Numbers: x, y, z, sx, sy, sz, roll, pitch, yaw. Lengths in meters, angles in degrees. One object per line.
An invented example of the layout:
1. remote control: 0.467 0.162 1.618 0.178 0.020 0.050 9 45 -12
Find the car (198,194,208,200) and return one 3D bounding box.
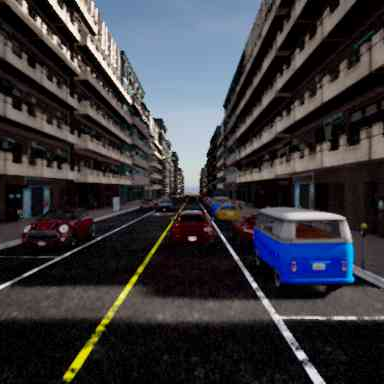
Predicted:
1. car: 2.780 1.378 71.433 2.192 1.841 5.009 -1 0 0

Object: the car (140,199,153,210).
1. car: -5.638 1.594 43.023 1.802 1.307 4.206 -1 0 0

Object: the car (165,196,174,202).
1. car: -5.582 1.618 82.817 1.887 1.381 4.507 -1 0 0

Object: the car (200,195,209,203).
1. car: 2.758 1.582 54.378 1.887 1.381 4.507 -1 0 0

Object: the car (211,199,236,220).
1. car: 2.717 1.535 26.125 1.752 1.417 4.829 -1 0 0

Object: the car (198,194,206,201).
1. car: 2.812 1.424 94.172 2.192 1.841 5.009 -1 0 0

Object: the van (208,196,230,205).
1. van: 2.723 1.355 31.640 1.690 1.788 3.998 -1 0 0

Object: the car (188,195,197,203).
1. car: 0.106 1.561 73.940 1.837 1.490 4.892 0 0 0

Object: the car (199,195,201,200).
1. car: 2.767 1.627 60.063 1.802 1.307 4.206 -1 0 0

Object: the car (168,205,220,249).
1. car: 0.019 1.528 14.472 1.812 1.442 4.674 0 0 0

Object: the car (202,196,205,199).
1. car: 2.750 1.612 48.694 1.802 1.307 4.206 -1 0 0

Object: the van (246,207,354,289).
1. van: 2.693 1.345 8.900 1.690 1.788 3.998 -1 0 0

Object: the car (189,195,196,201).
1. car: 0.122 1.433 84.358 1.882 1.535 5.008 0 0 0

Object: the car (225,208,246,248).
1. car: 2.701 1.587 14.585 1.802 1.307 4.206 -1 0 0

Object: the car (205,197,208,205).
1. car: 2.734 1.600 37.324 1.802 1.307 4.206 -1 0 0

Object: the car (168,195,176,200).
1. car: -5.565 1.643 94.187 1.887 1.381 4.507 -1 0 0

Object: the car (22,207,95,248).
1. car: -5.690 1.434 14.599 1.967 1.590 4.097 -1 0 0

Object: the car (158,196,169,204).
1. car: -5.606 1.568 65.593 1.752 1.417 4.829 -1 0 0

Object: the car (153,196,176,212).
1. car: -2.952 1.559 38.591 2.033 1.411 5.357 0 0 0

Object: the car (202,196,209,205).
1. car: 2.742 1.589 43.009 1.947 1.339 4.313 -1 0 0
